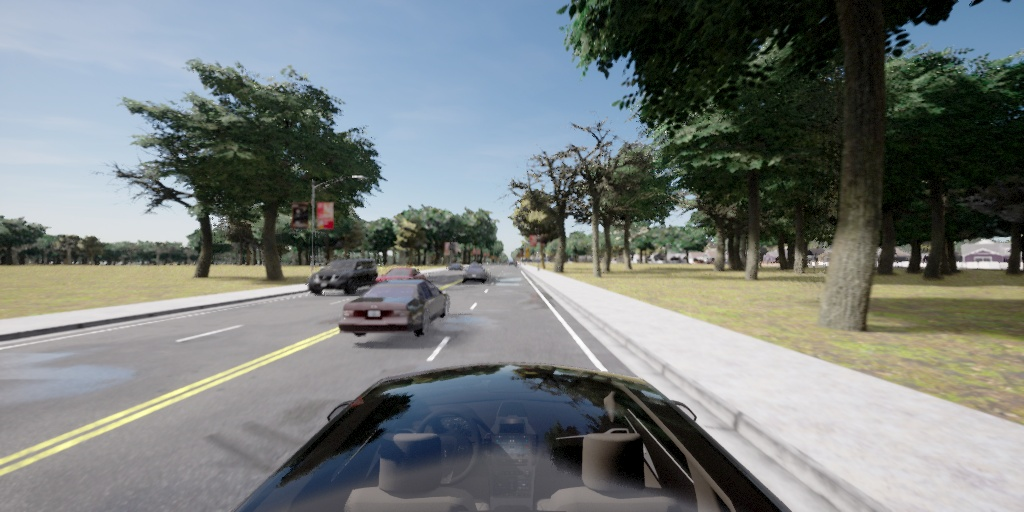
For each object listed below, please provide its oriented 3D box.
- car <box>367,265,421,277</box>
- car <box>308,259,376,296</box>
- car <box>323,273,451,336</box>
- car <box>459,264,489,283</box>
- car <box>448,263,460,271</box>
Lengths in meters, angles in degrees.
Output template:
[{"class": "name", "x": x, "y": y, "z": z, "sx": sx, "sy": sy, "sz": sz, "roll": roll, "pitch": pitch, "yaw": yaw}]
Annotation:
[{"class": "car", "x": -6.599, "y": 1.429, "z": 21.542, "sx": 1.882, "sy": 1.535, "sz": 5.008, "roll": 0, "pitch": -1, "yaw": 0}, {"class": "car", "x": -9.849, "y": 1.172, "z": 21.546, "sx": 2.150, "sy": 2.045, "sz": 5.566, "roll": 0, "pitch": 0, "yaw": 0}, {"class": "car", "x": -3.152, "y": 1.389, "z": 10.707, "sx": 2.033, "sy": 1.411, "sz": 5.357, "roll": 0, "pitch": -1, "yaw": 0}, {"class": "car", "x": -3.149, "y": 1.620, "z": 31.741, "sx": 1.994, "sy": 1.385, "sz": 4.181, "roll": 0, "pitch": -1, "yaw": 0}, {"class": "car", "x": -9.784, "y": 1.949, "z": 62.327, "sx": 1.994, "sy": 1.385, "sz": 4.181, "roll": 0, "pitch": -1, "yaw": 1}]
